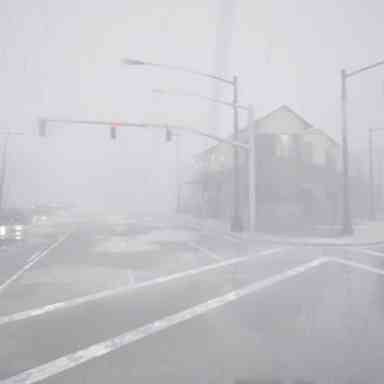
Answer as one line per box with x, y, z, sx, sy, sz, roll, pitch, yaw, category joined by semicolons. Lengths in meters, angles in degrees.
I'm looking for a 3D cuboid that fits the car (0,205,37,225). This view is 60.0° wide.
-15.824;2.197;30.242;1.994;1.385;4.181;0;0;-14;car

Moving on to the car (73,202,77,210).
-25.208;2.944;69.447;2.097;1.767;4.553;0;-3;-14;car

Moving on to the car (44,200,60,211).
-28.277;2.747;67.249;2.150;2.045;5.566;0;-3;-14;car

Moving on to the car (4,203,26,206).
-21.660;2.230;39.496;1.994;1.385;4.181;0;-1;-13;car

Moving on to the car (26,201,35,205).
-24.197;2.199;50.026;2.097;1.767;4.553;0;-2;-13;car

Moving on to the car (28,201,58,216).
-18.587;2.224;41.670;2.033;1.411;5.357;0;-1;-14;car

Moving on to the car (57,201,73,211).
-22.207;2.572;56.789;2.033;1.411;5.357;0;-2;-13;car
